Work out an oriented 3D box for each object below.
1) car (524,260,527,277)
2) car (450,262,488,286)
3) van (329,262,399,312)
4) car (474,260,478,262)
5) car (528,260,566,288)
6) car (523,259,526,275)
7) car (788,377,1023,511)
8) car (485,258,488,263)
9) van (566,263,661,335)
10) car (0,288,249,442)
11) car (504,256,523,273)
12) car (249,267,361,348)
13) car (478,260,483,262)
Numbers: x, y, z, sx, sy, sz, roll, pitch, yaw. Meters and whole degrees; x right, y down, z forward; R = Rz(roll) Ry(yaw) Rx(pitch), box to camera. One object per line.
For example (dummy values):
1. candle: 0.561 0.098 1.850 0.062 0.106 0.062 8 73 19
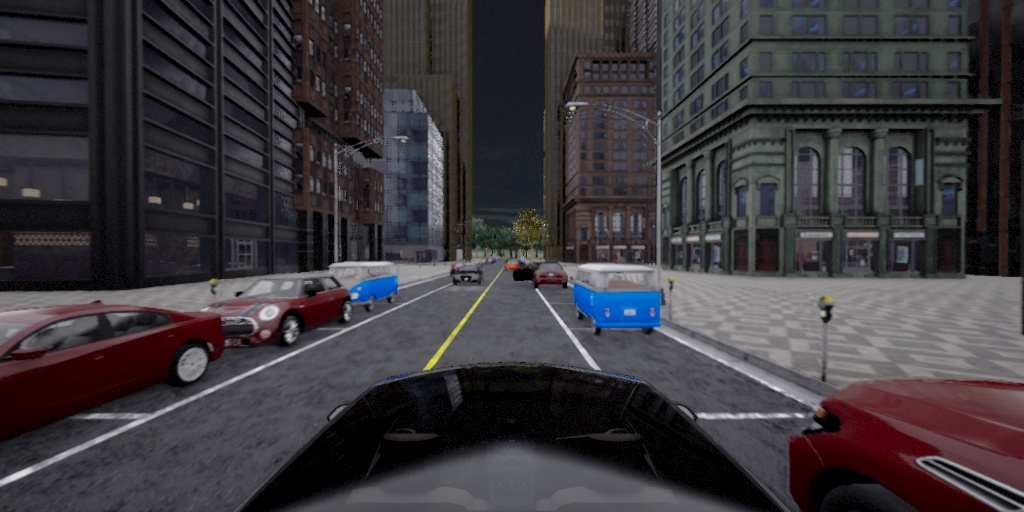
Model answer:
1. car: 2.765 1.393 40.812 1.948 1.339 4.313 0 0 0
2. car: -3.093 1.367 26.153 1.994 1.385 4.181 0 0 0
3. van: -5.763 1.118 14.027 1.690 1.789 3.998 0 0 0
4. car: -5.760 1.416 45.490 1.802 1.307 4.207 0 0 0
5. car: 2.391 1.151 24.087 2.097 1.767 4.553 0 0 0
6. car: 2.765 1.385 46.014 2.007 1.370 4.403 0 0 0
7. car: 2.788 1.061 0.161 2.192 1.841 5.009 0 0 0
8. car: -5.759 1.411 61.625 1.948 1.339 4.313 0 0 0
9. van: 2.800 1.110 10.336 1.690 1.789 3.998 0 0 0
10. car: -5.763 1.301 4.254 1.888 1.381 4.507 0 0 0
11. car: 0.079 1.192 52.641 2.097 1.767 4.553 0 0 0
12. car: -5.763 1.207 9.140 1.967 1.591 4.097 0 0 0
13. car: -5.759 1.394 56.246 2.007 1.370 4.403 0 0 0
